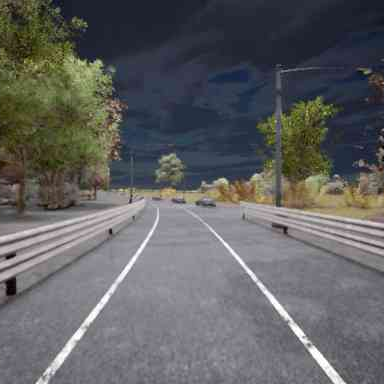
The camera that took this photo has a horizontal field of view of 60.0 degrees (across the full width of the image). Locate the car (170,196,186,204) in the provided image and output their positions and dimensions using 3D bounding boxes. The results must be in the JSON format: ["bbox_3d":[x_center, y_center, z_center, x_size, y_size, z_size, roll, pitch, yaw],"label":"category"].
[{"bbox_3d":[-2.731,1.523,64.415,2.033,1.411,5.357,0,0,-18],"label":"car"}]

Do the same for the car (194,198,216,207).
[{"bbox_3d":[1.902,1.556,50.017,2.033,1.411,5.357,1,0,-18],"label":"car"}]

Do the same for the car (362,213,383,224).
[{"bbox_3d":[11.776,1.744,19.100,1.994,1.385,4.181,0,0,-18],"label":"car"}]

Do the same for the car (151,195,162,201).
[{"bbox_3d":[-8.929,1.442,83.800,2.033,1.411,5.357,0,0,-18],"label":"car"}]
